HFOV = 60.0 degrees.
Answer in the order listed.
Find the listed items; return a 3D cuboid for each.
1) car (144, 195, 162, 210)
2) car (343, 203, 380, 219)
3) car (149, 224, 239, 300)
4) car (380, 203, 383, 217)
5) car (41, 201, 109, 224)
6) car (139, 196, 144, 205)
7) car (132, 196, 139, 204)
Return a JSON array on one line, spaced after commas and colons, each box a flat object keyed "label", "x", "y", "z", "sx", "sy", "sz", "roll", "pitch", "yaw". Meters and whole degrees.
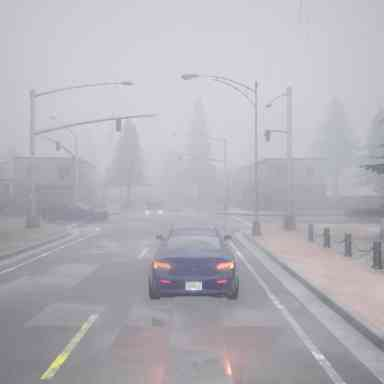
[{"label": "car", "x": -4.927, "y": 1.443, "z": 43.109, "sx": 1.882, "sy": 1.535, "sz": 5.008, "roll": 0, "pitch": 0, "yaw": -6}, {"label": "car", "x": 15.450, "y": 1.585, "z": 28.152, "sx": 4.718, "sy": 1.301, "sz": 1.895, "roll": 0, "pitch": 0, "yaw": 2}, {"label": "car", "x": 0.042, "y": 1.526, "z": 8.280, "sx": 1.812, "sy": 1.442, "sz": 4.674, "roll": 0, "pitch": 0, "yaw": 0}, {"label": "car", "x": 17.268, "y": 1.532, "z": 24.402, "sx": 5.357, "sy": 1.411, "sz": 2.033, "roll": 0, "pitch": 0, "yaw": 2}, {"label": "car", "x": -8.532, "y": 1.463, "z": 24.390, "sx": 5.008, "sy": 1.535, "sz": 1.882, "roll": 0, "pitch": 0, "yaw": 14}, {"label": "car", "x": -6.675, "y": 1.318, "z": 52.996, "sx": 2.097, "sy": 1.767, "sz": 4.553, "roll": 0, "pitch": 0, "yaw": -15}, {"label": "car", "x": -10.066, "y": 1.470, "z": 62.803, "sx": 1.837, "sy": 1.490, "sz": 4.892, "roll": 0, "pitch": 0, "yaw": -23}]
